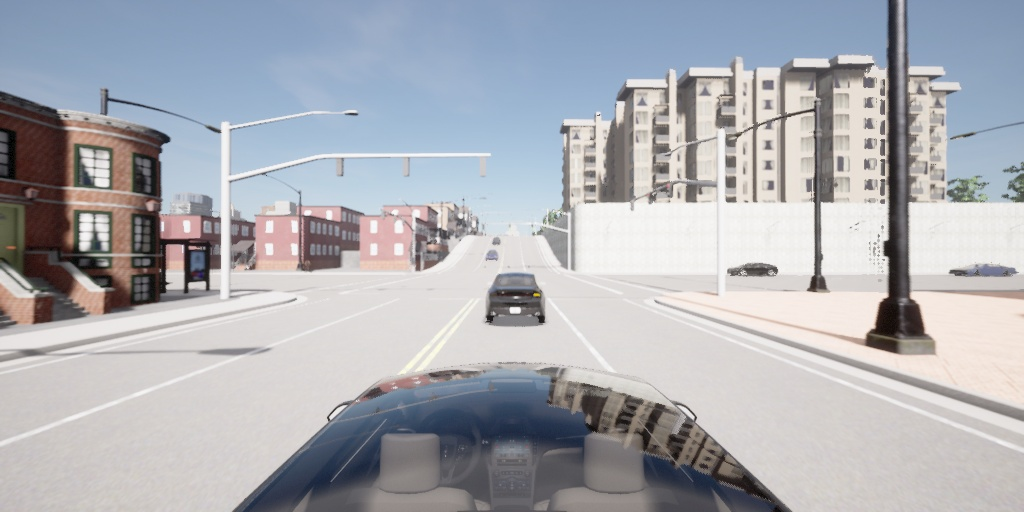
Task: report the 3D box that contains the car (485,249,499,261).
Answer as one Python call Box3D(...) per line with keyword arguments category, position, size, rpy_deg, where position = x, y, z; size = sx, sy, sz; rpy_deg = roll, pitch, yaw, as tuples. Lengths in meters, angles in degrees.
Box3D(category="car", position=(-3.458, -0.155, 62.023), size=(2.097, 1.767, 4.553), rpy_deg=(0, 9, 1))

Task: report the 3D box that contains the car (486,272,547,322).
Box3D(category="car", position=(0.149, 1.307, 12.587), size=(1.837, 1.490, 4.892), rpy_deg=(0, 0, 1))

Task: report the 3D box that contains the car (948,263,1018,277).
Box3D(category="car", position=(49.840, 1.472, 37.978), size=(5.357, 1.411, 2.033), rpy_deg=(0, 0, 1))

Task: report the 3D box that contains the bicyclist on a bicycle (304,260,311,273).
Box3D(category="bicyclist on a bicycle", position=(-25.199, 1.256, 44.207), size=(0.582, 1.620, 1.656), rpy_deg=(0, 0, 0))

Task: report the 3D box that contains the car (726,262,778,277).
Box3D(category="car", position=(25.527, 1.430, 38.177), size=(4.892, 1.490, 1.837), rpy_deg=(0, 0, 1))
